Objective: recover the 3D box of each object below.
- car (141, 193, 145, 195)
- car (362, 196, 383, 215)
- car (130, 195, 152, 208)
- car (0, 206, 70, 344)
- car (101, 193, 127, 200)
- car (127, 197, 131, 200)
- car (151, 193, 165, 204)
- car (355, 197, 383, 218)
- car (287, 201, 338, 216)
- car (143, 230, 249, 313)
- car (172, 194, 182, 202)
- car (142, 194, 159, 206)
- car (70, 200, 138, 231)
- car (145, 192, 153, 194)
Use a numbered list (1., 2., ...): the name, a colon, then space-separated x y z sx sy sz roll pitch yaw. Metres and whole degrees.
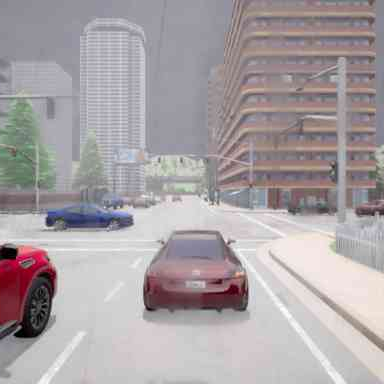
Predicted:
1. car: -10.554 1.502 64.206 1.837 1.490 4.892 0 0 0
2. car: 19.860 1.295 34.142 4.553 1.767 2.097 0 0 -27
3. car: -7.090 1.524 46.872 1.812 1.442 4.674 0 0 -1
4. car: -3.432 1.221 3.462 2.150 2.045 5.566 0 0 0
5. car: -10.583 1.220 44.018 2.150 2.045 5.566 0 0 2
6. car: -10.599 1.523 53.773 1.812 1.442 4.674 0 0 0
7. car: -7.044 1.523 65.993 1.812 1.442 4.674 0 0 0
8. car: 16.573 1.421 29.026 5.008 1.535 1.882 0 0 -20
9. car: 11.418 1.544 31.297 4.718 1.301 1.895 0 0 -12
10. car: 0.092 1.564 7.738 1.994 1.385 4.181 0 0 1
11. car: -3.513 1.352 77.652 2.097 1.767 4.553 0 0 0
12. car: -7.097 1.523 55.730 1.812 1.442 4.674 0 0 0
13. car: -5.972 1.461 19.618 5.008 1.535 1.882 0 0 0
14. car: -10.512 1.222 74.734 2.150 2.045 5.566 0 0 0
